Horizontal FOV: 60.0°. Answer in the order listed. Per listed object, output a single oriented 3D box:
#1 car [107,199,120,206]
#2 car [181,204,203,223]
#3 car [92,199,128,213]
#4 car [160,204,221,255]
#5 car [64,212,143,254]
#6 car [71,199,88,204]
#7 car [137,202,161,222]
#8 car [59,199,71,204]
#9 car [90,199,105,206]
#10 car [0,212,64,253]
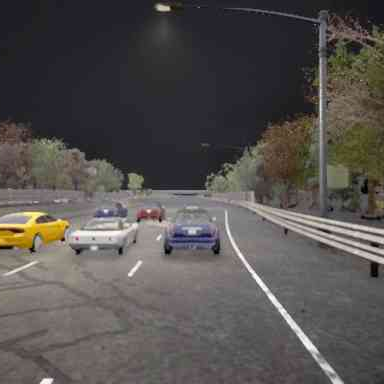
[{"bbox_3d":[-17.454,2.269,73.926,1.837,1.490,4.892,0,-1,0],"label":"car"},{"bbox_3d":[0.023,1.813,29.373,1.812,1.442,4.674,0,0,0],"label":"car"},{"bbox_3d":[-6.981,1.634,29.072,2.097,1.767,4.553,0,-1,0],"label":"car"},{"bbox_3d":[0.011,1.484,14.079,2.097,1.767,4.553,0,-1,0],"label":"car"},{"bbox_3d":[-3.490,1.735,14.108,1.895,1.301,4.718,0,-1,0],"label":"car"},{"bbox_3d":[-24.454,2.269,73.931,1.837,1.490,4.892,0,-1,0],"label":"car"},{"bbox_3d":[-3.480,1.634,29.083,2.097,1.767,4.553,0,-1,0],"label":"car"},{"bbox_3d":[-27.954,2.293,73.933,1.812,1.442,4.674,0,-1,0],"label":"car"},{"bbox_3d":[-20.954,2.269,73.929,1.837,1.490,4.892,0,-1,0],"label":"car"},{"bbox_3d":[-6.985,1.616,14.487,1.882,1.535,5.008,0,0,0],"label":"car"}]
